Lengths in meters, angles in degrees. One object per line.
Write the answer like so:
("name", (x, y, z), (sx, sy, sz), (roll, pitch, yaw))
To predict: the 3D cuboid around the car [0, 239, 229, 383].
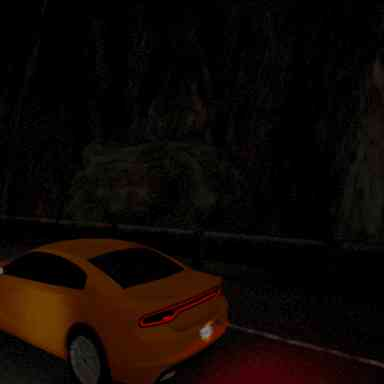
("car", (-1.830, 1.511, 5.365), (5.008, 1.535, 1.882), (-1, 0, 36))
